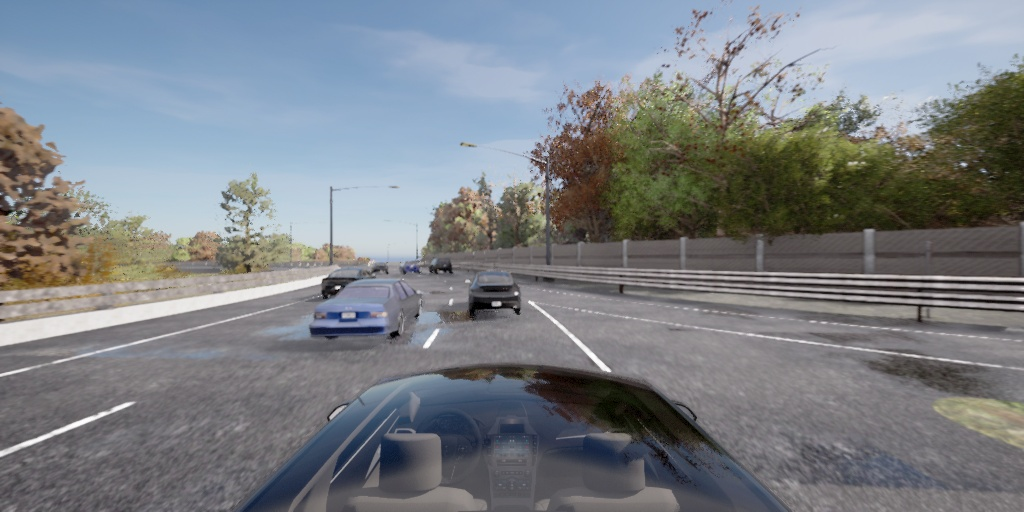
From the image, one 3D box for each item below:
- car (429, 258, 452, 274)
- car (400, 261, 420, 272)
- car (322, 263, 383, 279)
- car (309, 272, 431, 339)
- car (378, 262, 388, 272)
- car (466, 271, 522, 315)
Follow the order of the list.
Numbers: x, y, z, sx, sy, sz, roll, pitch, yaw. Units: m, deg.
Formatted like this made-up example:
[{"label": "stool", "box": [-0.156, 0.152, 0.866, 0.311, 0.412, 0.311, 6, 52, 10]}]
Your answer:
[{"label": "car", "box": [-9.126, 1.245, 45.738, 2.150, 2.045, 5.566, 0, 0, -22]}, {"label": "car", "box": [-13.323, 1.399, 46.532, 2.097, 1.767, 4.553, 0, 0, -23]}, {"label": "car", "box": [-8.583, 1.360, 19.350, 1.882, 1.535, 5.008, 0, 0, -9]}, {"label": "car", "box": [-3.816, 1.361, 10.353, 2.033, 1.411, 5.357, 0, 0, -5]}, {"label": "car", "box": [-17.279, 1.572, 46.792, 1.837, 1.490, 4.892, 0, 0, -25]}, {"label": "car", "box": [-0.762, 1.323, 14.058, 1.837, 1.490, 4.892, 0, 0, -6]}]
